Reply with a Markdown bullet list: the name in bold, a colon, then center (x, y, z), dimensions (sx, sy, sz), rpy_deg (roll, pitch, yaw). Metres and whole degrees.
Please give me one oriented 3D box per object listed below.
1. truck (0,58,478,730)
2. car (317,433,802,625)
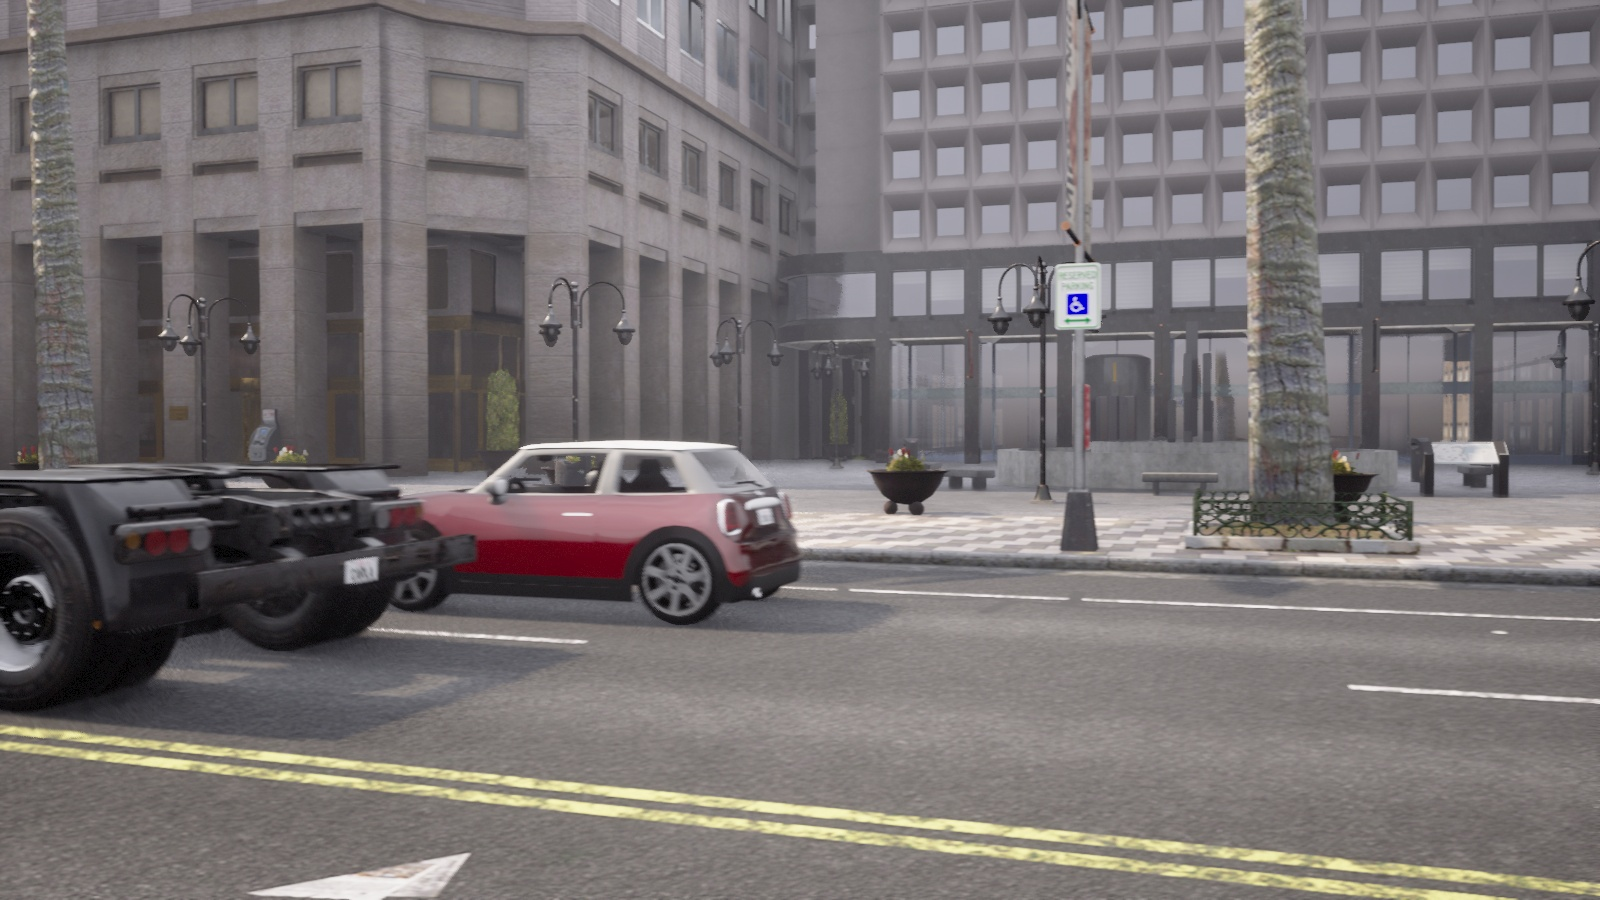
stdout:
- **truck**: center (-6.583, -0.341, 9.110), dimensions (7.936, 3.462, 2.891), rpy_deg (1, 1, 19)
- **car**: center (-2.102, 0.594, 11.300), dimensions (3.806, 1.475, 1.970), rpy_deg (1, 1, 19)
